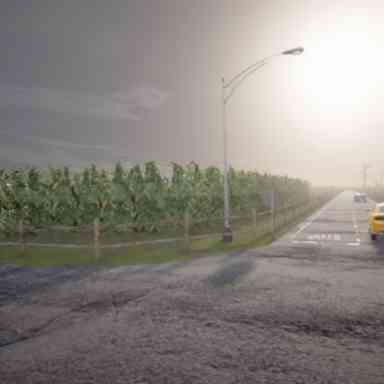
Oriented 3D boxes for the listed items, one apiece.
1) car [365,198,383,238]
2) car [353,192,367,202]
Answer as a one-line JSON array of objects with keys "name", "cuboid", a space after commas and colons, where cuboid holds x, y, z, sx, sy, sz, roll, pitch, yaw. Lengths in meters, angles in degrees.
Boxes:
[{"name": "car", "cuboid": [9.353, 1.231, 15.572, 1.882, 1.535, 5.008, -1, 0, 26]}, {"name": "car", "cuboid": [27.338, 0.788, 54.172, 2.128, 1.511, 4.902, -1, 0, 25]}]
